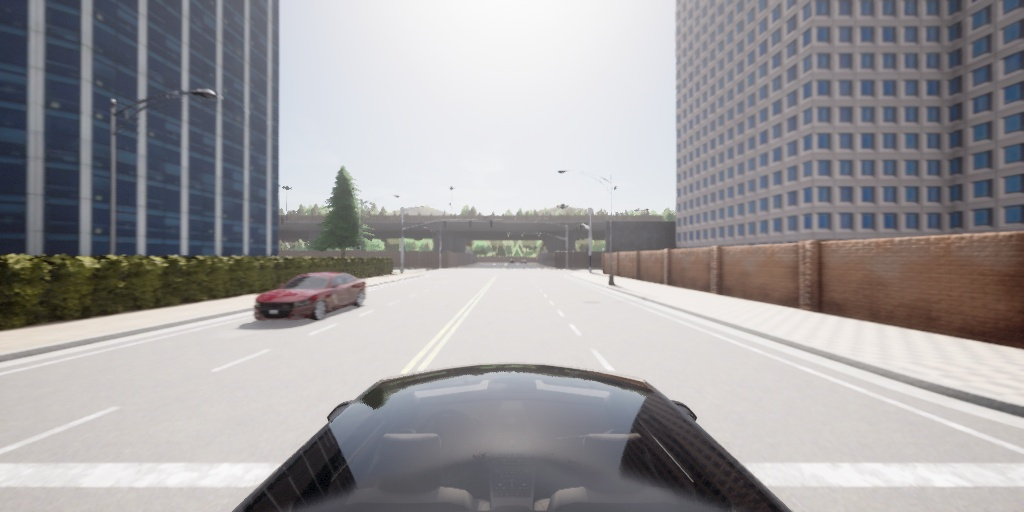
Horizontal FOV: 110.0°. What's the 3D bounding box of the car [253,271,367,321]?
[{"bbox_3d":[-6.998,1.337,13.013,1.882,1.535,5.008,0,1,0],"label":"car"}]
